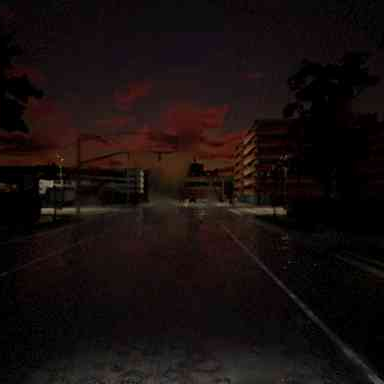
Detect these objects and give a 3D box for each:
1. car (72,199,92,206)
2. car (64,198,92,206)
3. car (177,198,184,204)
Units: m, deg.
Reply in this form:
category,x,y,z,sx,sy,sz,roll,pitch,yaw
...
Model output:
category,x,y,z,sx,sy,sz,roll,pitch,yaw
car,-24.033,2.258,72.778,3.806,1.475,1.970,0,-1,1
car,-23.316,2.034,67.029,4.611,1.667,2.242,0,-1,1
car,-3.284,2.553,95.531,1.837,1.490,4.892,0,-1,0
